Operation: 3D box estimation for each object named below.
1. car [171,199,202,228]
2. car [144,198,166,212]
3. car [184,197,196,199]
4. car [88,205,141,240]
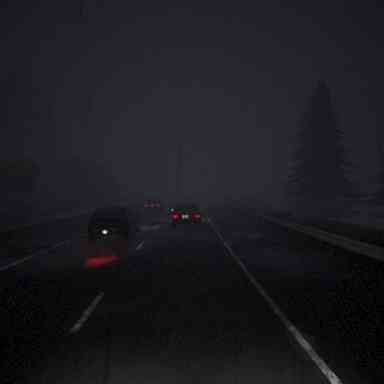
[{"bbox_3d":[-0.346,1.411,21.288,2.033,1.411,5.357,-1,0,-1],"label":"car"},{"bbox_3d":[-3.888,1.361,35.299,2.033,1.411,5.357,-1,0,1],"label":"car"},{"bbox_3d":[-0.215,1.328,41.747,1.895,1.301,4.718,-1,0,2],"label":"car"},{"bbox_3d":[-3.776,1.440,16.660,1.837,1.490,4.892,-1,0,-1],"label":"car"}]
